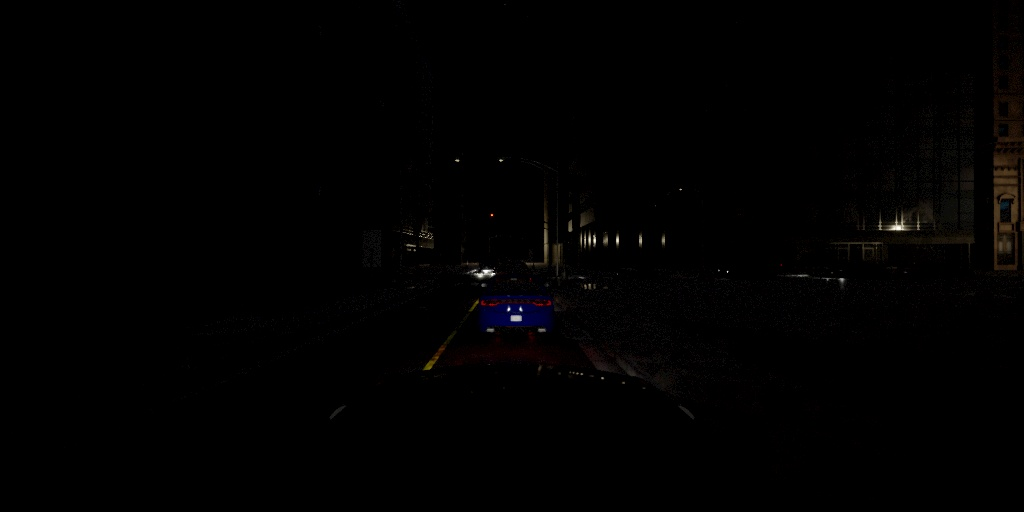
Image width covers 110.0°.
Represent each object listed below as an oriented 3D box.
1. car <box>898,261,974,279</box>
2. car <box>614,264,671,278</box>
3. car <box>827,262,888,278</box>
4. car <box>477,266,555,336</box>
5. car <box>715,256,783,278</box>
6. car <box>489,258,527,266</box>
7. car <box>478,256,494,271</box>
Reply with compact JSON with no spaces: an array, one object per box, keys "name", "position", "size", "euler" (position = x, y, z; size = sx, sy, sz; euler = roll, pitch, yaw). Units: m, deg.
[{"name":"car","position":[35.568,1.214,30.145],"size":[5.008,1.535,1.882],"euler":[0,0,0]},{"name":"car","position":[12.024,1.371,33.308],"size":[4.718,1.301,1.895],"euler":[0,0,3]},{"name":"car","position":[32.072,1.276,33.322],"size":[4.674,1.442,1.812],"euler":[0,0,0]},{"name":"car","position":[0.093,1.229,10.414],"size":[1.882,1.535,5.008],"euler":[0,0,0]},{"name":"car","position":[21.975,0.986,33.326],"size":[5.566,2.045,2.150],"euler":[0,0,-1]},{"name":"car","position":[0.140,1.107,19.283],"size":[2.097,1.767,4.553],"euler":[0,0,2]},{"name":"car","position":[-3.136,1.000,45.826],"size":[2.150,2.045,5.566],"euler":[0,0,-2]}]
